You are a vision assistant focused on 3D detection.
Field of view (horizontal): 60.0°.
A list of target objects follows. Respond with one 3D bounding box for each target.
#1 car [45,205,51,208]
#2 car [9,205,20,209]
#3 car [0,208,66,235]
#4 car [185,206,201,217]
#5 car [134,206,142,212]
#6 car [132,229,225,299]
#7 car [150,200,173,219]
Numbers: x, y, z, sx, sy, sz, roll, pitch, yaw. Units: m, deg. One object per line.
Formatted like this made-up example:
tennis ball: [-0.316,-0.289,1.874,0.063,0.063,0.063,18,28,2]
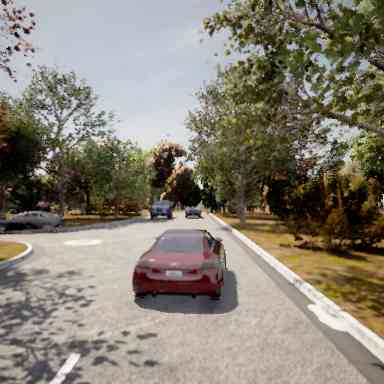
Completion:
car: [-26.046,3.000,62.081,5.008,1.535,1.882,0,-2,5]
car: [-31.108,2.922,59.787,4.892,1.490,1.837,-1,-3,13]
car: [-11.512,2.122,23.359,4.902,1.511,2.128,0,-3,-14]
car: [0.104,2.429,41.010,1.895,1.301,4.718,0,-2,-1]
car: [-11.404,2.586,57.946,5.566,2.045,2.150,-1,-3,12]
car: [-0.160,1.657,8.778,1.994,1.385,4.181,0,-1,6]
car: [-3.349,1.935,37.003,2.150,2.045,5.566,0,-1,0]
